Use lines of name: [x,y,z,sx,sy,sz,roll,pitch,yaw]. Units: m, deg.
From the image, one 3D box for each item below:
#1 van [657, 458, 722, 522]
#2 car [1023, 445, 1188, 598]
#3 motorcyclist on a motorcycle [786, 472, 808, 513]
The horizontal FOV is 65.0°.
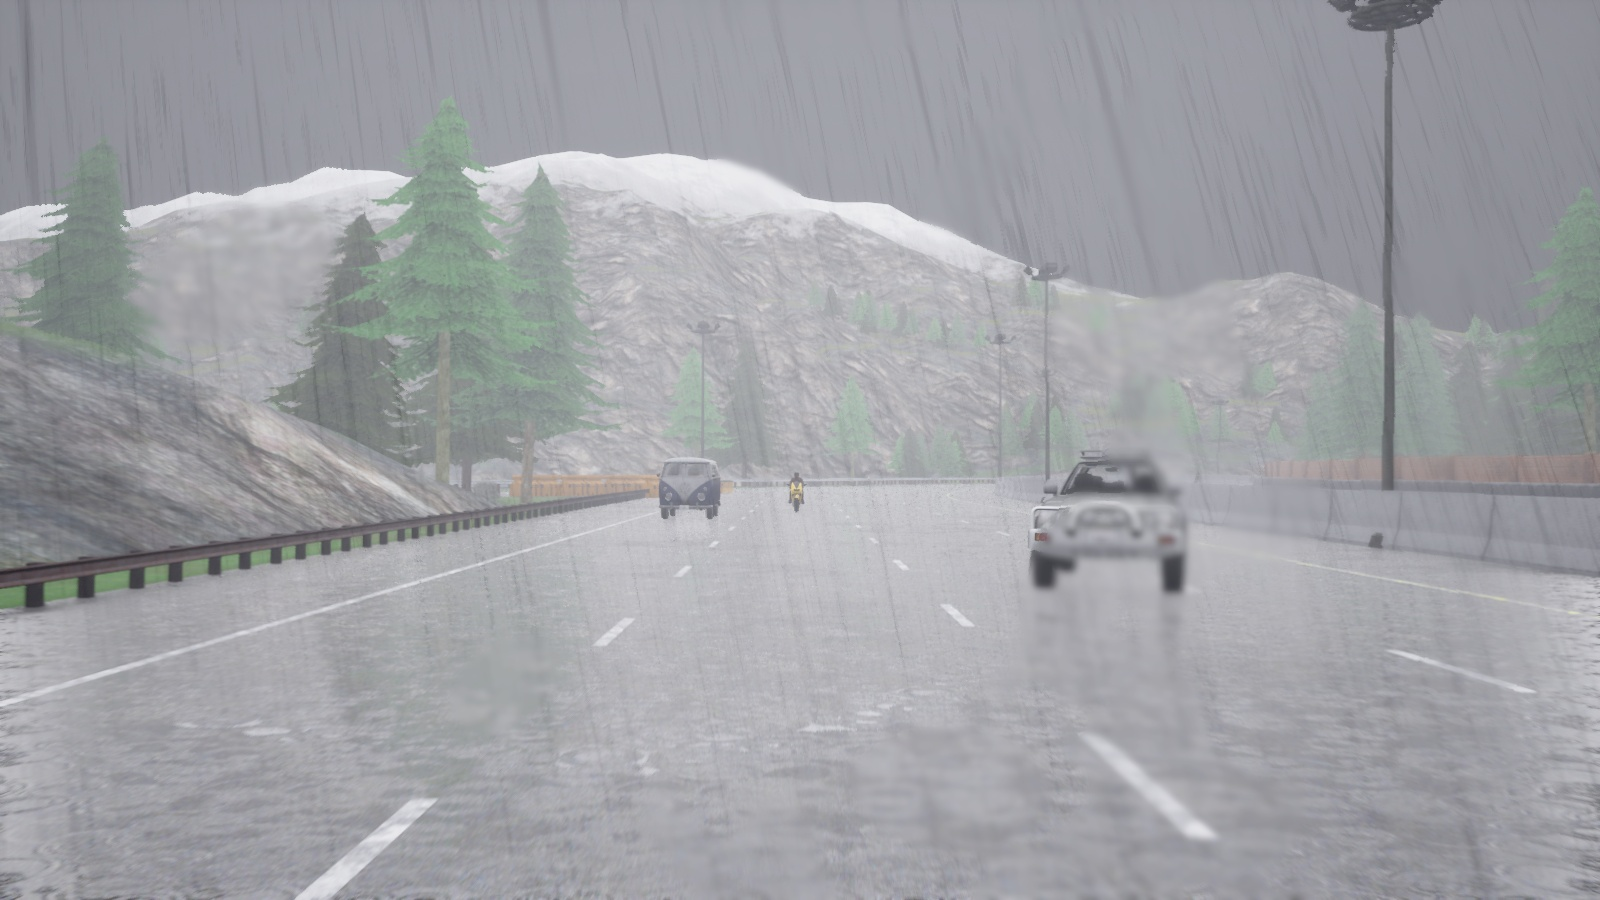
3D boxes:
van: [-3.602,1.277,41.491,1.775,1.987,4.442,0,-1,0]
car: [4.444,0.911,17.760,1.932,1.855,4.605,-1,-1,18]
motorcyclist on a motorcycle: [-0.115,1.593,47.499,0.797,1.523,2.044,0,-1,0]
